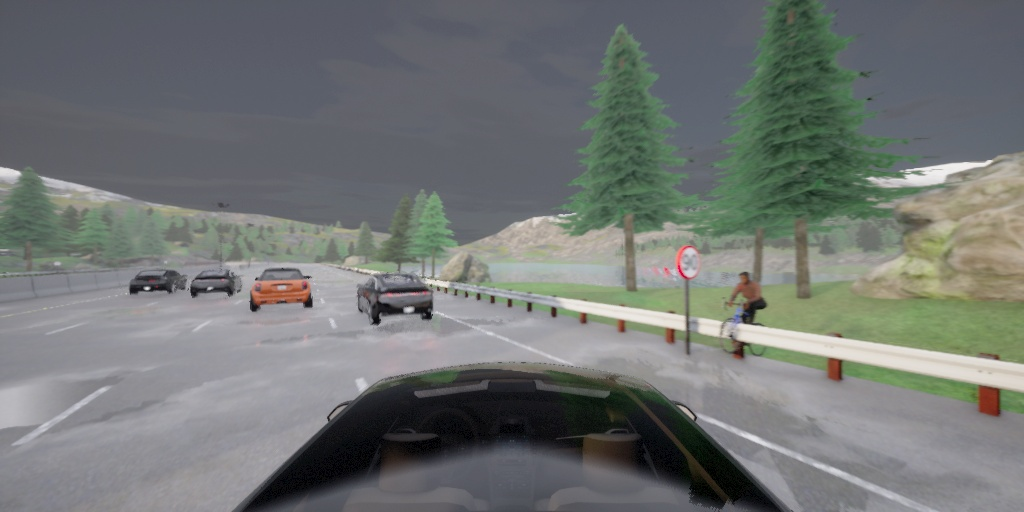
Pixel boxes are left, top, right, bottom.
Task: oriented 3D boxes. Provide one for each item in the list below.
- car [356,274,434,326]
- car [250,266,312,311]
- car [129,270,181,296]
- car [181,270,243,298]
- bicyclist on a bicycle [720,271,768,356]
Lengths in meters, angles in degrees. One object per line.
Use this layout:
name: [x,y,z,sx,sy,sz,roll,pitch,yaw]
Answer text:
car: [-4.171,1.360,12.451,2.128,1.511,4.902,0,0,-30]
car: [-10.198,1.303,16.044,2.097,1.767,4.553,0,-1,-31]
car: [-22.279,1.622,22.785,1.837,1.490,4.892,0,0,-30]
car: [-17.298,1.549,21.185,2.128,1.511,4.902,0,0,-30]
bicyclist on a bicycle: [4.588,1.133,7.022,1.656,1.620,0.582,12,-8,-28]
